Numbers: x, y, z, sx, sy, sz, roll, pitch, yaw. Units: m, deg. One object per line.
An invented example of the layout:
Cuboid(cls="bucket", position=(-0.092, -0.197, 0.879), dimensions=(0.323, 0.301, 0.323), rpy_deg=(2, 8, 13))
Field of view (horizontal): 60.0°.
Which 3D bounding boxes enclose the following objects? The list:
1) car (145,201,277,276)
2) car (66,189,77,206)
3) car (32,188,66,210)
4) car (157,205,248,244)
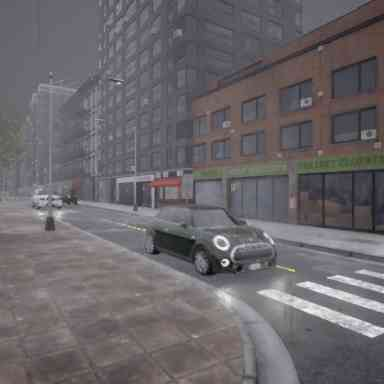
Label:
Cuboid(cls="car", position=(0.364, 1.196, 10.027), dimensions=(2.097, 1.767, 4.553), rpy_deg=(0, 1, -33))
Cuboid(cls="car", position=(-15.503, 0.630, 40.338), dimensions=(2.150, 2.045, 5.566), rpy_deg=(0, 0, -32))
Cuboid(cls="car", position=(-14.709, 0.668, 33.642), dimensions=(2.150, 2.045, 5.566), rpy_deg=(0, 1, -32))
Cuboid(cls="car", position=(0.301, 1.383, 15.598), dimensions=(1.895, 1.301, 4.718), rpy_deg=(0, 1, -33))
